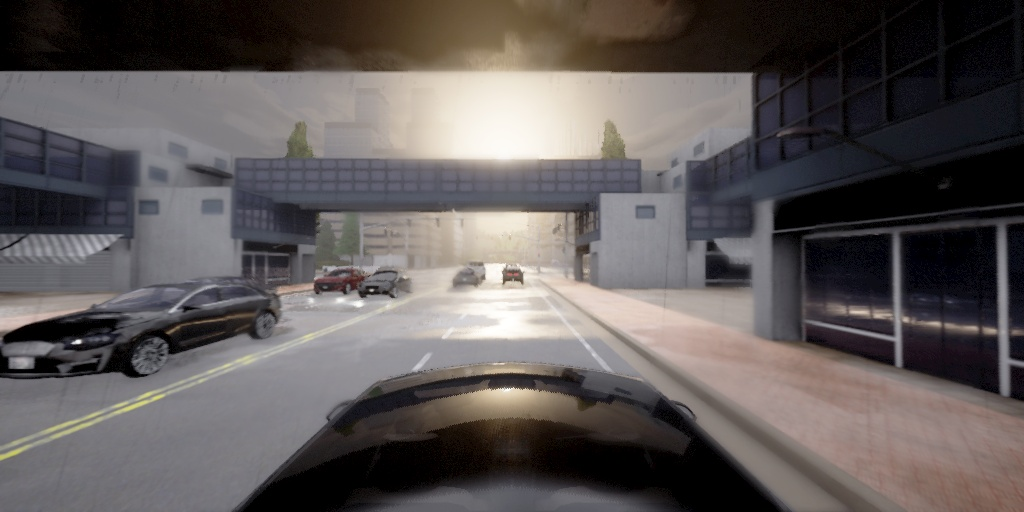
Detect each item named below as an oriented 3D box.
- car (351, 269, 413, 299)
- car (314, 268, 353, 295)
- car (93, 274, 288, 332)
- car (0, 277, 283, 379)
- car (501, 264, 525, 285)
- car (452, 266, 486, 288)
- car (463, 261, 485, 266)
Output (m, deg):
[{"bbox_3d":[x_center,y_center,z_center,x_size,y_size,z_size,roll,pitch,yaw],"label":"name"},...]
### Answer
[{"bbox_3d":[-7.069,1.529,20.510,1.837,1.490,4.892,0,-1,0],"label":"car"},{"bbox_3d":[-10.556,1.534,22.782,1.882,1.535,5.008,0,-1,0],"label":"car"},{"bbox_3d":[-10.596,1.454,12.632,2.033,1.411,5.357,0,-1,0],"label":"car"},{"bbox_3d":[-7.098,1.328,7.647,2.128,1.511,4.902,0,-1,0],"label":"car"},{"bbox_3d":[0.086,1.689,31.229,1.837,1.490,4.892,0,-1,0],"label":"car"},{"bbox_3d":[-3.429,1.700,28.076,1.994,1.385,4.181,0,-1,0],"label":"car"},{"bbox_3d":[-4.361,1.552,41.122,2.150,2.045,5.566,0,-1,-14],"label":"car"}]
